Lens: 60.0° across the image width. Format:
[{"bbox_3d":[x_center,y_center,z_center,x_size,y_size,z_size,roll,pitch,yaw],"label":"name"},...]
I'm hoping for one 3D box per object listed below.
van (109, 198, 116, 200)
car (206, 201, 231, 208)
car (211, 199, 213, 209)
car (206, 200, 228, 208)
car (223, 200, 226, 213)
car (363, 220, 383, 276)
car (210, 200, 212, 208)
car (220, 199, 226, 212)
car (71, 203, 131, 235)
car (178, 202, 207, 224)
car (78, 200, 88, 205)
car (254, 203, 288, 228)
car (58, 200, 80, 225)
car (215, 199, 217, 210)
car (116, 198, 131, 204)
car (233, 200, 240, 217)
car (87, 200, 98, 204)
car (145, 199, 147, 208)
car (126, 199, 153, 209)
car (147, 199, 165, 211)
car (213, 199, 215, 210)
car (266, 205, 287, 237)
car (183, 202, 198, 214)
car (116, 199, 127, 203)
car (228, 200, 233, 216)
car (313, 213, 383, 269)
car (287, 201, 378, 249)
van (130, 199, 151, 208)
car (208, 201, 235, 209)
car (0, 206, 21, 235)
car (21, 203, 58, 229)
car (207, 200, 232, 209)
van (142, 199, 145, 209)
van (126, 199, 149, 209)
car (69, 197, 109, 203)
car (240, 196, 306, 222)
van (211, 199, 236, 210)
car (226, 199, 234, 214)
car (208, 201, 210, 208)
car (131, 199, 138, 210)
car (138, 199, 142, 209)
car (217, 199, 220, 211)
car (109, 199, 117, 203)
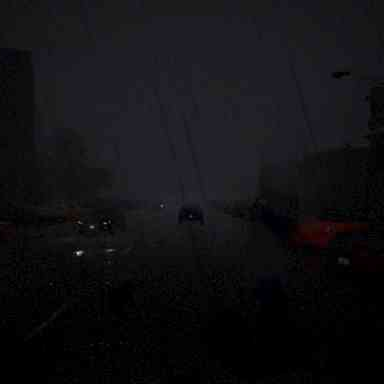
[{"bbox_3d":[-11.734,1.737,39.404,4.442,1.987,1.878,0,-1,-21],"label":"van"},{"bbox_3d":[5.715,2.772,71.558,4.792,1.488,2.163,1,-2,-21],"label":"car"},{"bbox_3d":[6.051,2.211,50.967,5.008,1.535,2.097,1,-1,-21],"label":"car"},{"bbox_3d":[5.602,2.691,74.490,4.553,1.767,2.185,1,-2,-21],"label":"car"},{"bbox_3d":[6.229,1.882,36.292,4.674,1.452,2.002,1,-1,-21],"label":"car"},{"bbox_3d":[6.414,1.474,6.963,5.008,1.535,2.097,1,0,-20],"label":"car"},{"bbox_3d":[5.972,2.316,53.891,4.792,1.488,2.163,1,-1,-21],"label":"car"},{"bbox_3d":[6.165,1.786,39.228,4.553,1.767,2.185,1,-2,-21],"label":"car"},{"bbox_3d":[-5.122,1.597,19.486,1.837,1.490,4.892,0,-1,0],"label":"car"},{"bbox_3d":[-0.064,1.664,26.625,1.882,1.535,5.008,0,-1,0],"label":"car"},{"bbox_3d":[-11.682,1.705,27.408,5.366,1.575,1.946,0,-1,-20],"label":"car"},{"bbox_3d":[6.358,1.549,18.701,4.892,1.521,2.231,1,-1,-20],"label":"car"},{"bbox_3d":[-11.314,1.652,24.546,5.366,1.575,1.946,-1,-1,-20],"label":"car"},{"bbox_3d":[6.115,2.061,45.101,4.892,1.521,2.231,1,-2,-21],"label":"car"},{"bbox_3d":[-11.718,1.866,45.426,5.566,2.045,2.435,0,-1,-21],"label":"car"},{"bbox_3d":[6.311,1.670,27.500,5.008,1.535,2.097,1,-1,-20],"label":"car"},{"bbox_3d":[-11.709,1.759,30.400,5.366,1.575,1.946,0,-1,-20],"label":"car"},{"bbox_3d":[-11.572,2.541,66.491,4.553,1.767,2.185,0,-1,-19],"label":"car"},{"bbox_3d":[-11.495,2.572,72.499,5.566,2.045,2.435,0,-2,-19],"label":"car"},{"bbox_3d":[-5.423,2.154,52.849,2.097,1.767,4.553,0,-1,0],"label":"car"},{"bbox_3d":[6.080,2.137,48.033,4.892,1.521,2.231,1,-2,-21],"label":"car"},{"bbox_3d":[6.372,1.523,15.763,4.892,1.521,2.231,1,-1,-20],"label":"car"},{"bbox_3d":[-0.206,2.103,44.364,1.812,1.442,4.674,0,-2,-1],"label":"car"},{"bbox_3d":[-11.483,2.035,42.504,5.366,1.575,1.946,0,-2,-21],"label":"car"},{"bbox_3d":[6.273,1.720,30.431,5.008,1.535,2.097,1,-1,-20],"label":"car"},{"bbox_3d":[6.373,1.514,9.881,4.792,1.488,2.163,1,0,-20],"label":"car"},{"bbox_3d":[6.361,1.373,12.825,4.553,1.767,2.185,1,-1,-20],"label":"car"},{"bbox_3d":[-11.588,2.676,75.441,4.442,1.987,1.878,0,-1,-19],"label":"van"},{"bbox_3d":[5.810,2.589,65.648,5.008,1.535,2.097,1,-1,-21],"label":"car"},{"bbox_3d":[-11.262,1.546,15.574,5.366,1.575,1.946,-1,-1,-20],"label":"car"},{"bbox_3d":[-11.440,1.645,21.503,4.792,1.488,2.163,-1,-1,-20],"label":"car"},{"bbox_3d":[5.718,2.539,68.593,4.553,1.767,2.185,1,-2,-21],"label":"car"},{"bbox_3d":[-11.750,2.363,63.440,4.442,1.987,1.878,0,-1,-19],"label":"van"},{"bbox_3d":[-11.454,2.518,69.529,4.442,1.987,1.878,0,-2,-19],"label":"van"},{"bbox_3d":[-11.588,1.570,33.449,5.566,2.045,2.435,0,-1,-20],"label":"car"},{"bbox_3d":[6.376,1.334,21.650,5.566,2.045,2.435,1,-1,-20],"label":"car"},{"bbox_3d":[5.968,2.291,62.756,4.442,1.987,1.878,1,-2,-21],"label":"van"},{"bbox_3d":[6.225,1.653,33.363,4.553,1.767,2.185,1,-2,-20],"label":"car"},{"bbox_3d":[5.962,2.363,56.837,5.008,1.535,2.097,1,-1,-21],"label":"car"},{"bbox_3d":[-11.747,2.023,51.442,5.566,2.045,2.435,0,-1,-20],"label":"car"},{"bbox_3d":[-11.704,2.432,57.470,4.892,1.521,2.231,0,-2,-20],"label":"car"},{"bbox_3d":[6.153,1.985,42.165,5.008,1.535,2.097,1,-2,-21],"label":"car"},{"bbox_3d":[-11.416,1.885,36.513,5.366,1.575,1.946,0,-2,-20],"label":"car"}]
